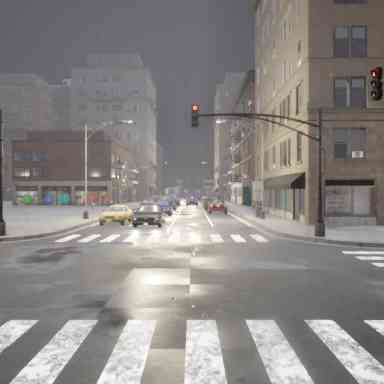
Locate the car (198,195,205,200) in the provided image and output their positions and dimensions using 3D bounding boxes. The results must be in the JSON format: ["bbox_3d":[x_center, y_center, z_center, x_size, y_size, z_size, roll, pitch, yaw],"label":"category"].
[{"bbox_3d":[2.634,1.575,92.033,1.947,1.339,4.313,0,0,0],"label":"car"}]

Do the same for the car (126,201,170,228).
[{"bbox_3d":[-2.835,1.548,22.747,2.033,1.411,5.357,0,0,-1],"label":"car"}]

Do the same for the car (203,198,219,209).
[{"bbox_3d":[2.636,1.568,46.738,1.947,1.339,4.313,0,0,0],"label":"car"}]

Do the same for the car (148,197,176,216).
[{"bbox_3d":[-2.839,1.527,32.052,1.812,1.442,4.674,0,0,0],"label":"car"}]

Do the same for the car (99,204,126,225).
[{"bbox_3d":[-5.388,1.526,23.920,1.752,1.417,4.829,0,0,0],"label":"car"}]

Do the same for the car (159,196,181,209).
[{"bbox_3d":[-2.789,1.550,41.788,2.033,1.411,5.357,0,0,1],"label":"car"}]

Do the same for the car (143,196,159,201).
[{"bbox_3d":[-5.389,1.553,41.076,2.008,1.369,4.403,0,0,0],"label":"car"}]

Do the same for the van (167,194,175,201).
[{"bbox_3d":[-5.391,1.349,86.371,1.690,1.788,3.998,0,0,0],"label":"van"}]

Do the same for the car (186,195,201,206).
[{"bbox_3d":[-0.002,1.604,53.906,1.895,1.301,4.718,0,0,0],"label":"car"}]

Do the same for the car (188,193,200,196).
[{"bbox_3d":[-0.003,1.226,64.208,2.150,2.045,5.566,0,0,0],"label":"car"}]

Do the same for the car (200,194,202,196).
[{"bbox_3d":[2.635,1.556,69.386,2.008,1.369,4.403,0,0,0],"label":"car"}]

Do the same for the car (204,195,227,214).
[{"bbox_3d":[2.636,1.442,35.414,1.967,1.590,4.097,0,0,0],"label":"car"}]

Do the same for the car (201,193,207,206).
[{"bbox_3d":[2.636,1.317,41.076,2.192,1.841,5.009,0,0,0],"label":"car"}]
